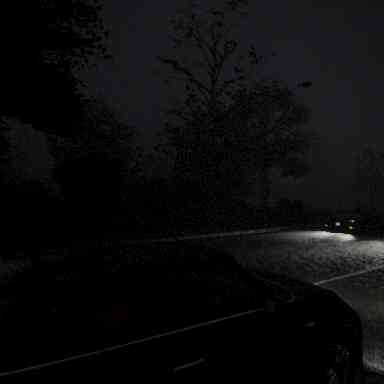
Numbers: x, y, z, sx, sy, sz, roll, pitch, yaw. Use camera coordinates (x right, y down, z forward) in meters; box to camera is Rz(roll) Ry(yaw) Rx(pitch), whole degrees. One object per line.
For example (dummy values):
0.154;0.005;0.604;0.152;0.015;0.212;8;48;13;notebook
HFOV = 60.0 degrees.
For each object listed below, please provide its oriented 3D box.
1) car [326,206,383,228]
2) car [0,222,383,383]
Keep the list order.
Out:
9.474;1.527;18.944;4.181;1.385;1.994;0;0;-34;car
-0.159;1.346;3.587;4.553;1.767;2.097;0;0;-35;car
